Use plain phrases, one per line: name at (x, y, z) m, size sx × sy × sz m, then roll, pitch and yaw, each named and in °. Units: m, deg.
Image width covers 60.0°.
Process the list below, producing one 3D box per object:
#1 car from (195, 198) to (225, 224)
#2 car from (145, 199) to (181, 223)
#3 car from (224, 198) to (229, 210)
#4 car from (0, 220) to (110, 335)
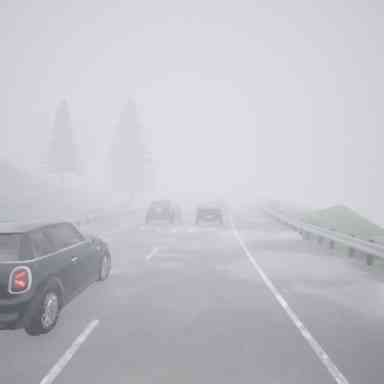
car at (1.337, 1.479, 24.608) m, size 1.882 × 1.535 × 5.008 m, roll 0°, pitch 0°, yaw 5°
car at (-2.097, 1.348, 25.376) m, size 2.097 × 1.767 × 4.553 m, roll 0°, pitch 0°, yaw 5°
car at (3.624, 1.508, 42.745) m, size 2.163 × 1.488 × 4.792 m, roll 0°, pitch 0°, yaw 9°
car at (-3.230, 1.347, 6.910) m, size 2.097 × 1.767 × 4.553 m, roll 0°, pitch 0°, yaw 1°
